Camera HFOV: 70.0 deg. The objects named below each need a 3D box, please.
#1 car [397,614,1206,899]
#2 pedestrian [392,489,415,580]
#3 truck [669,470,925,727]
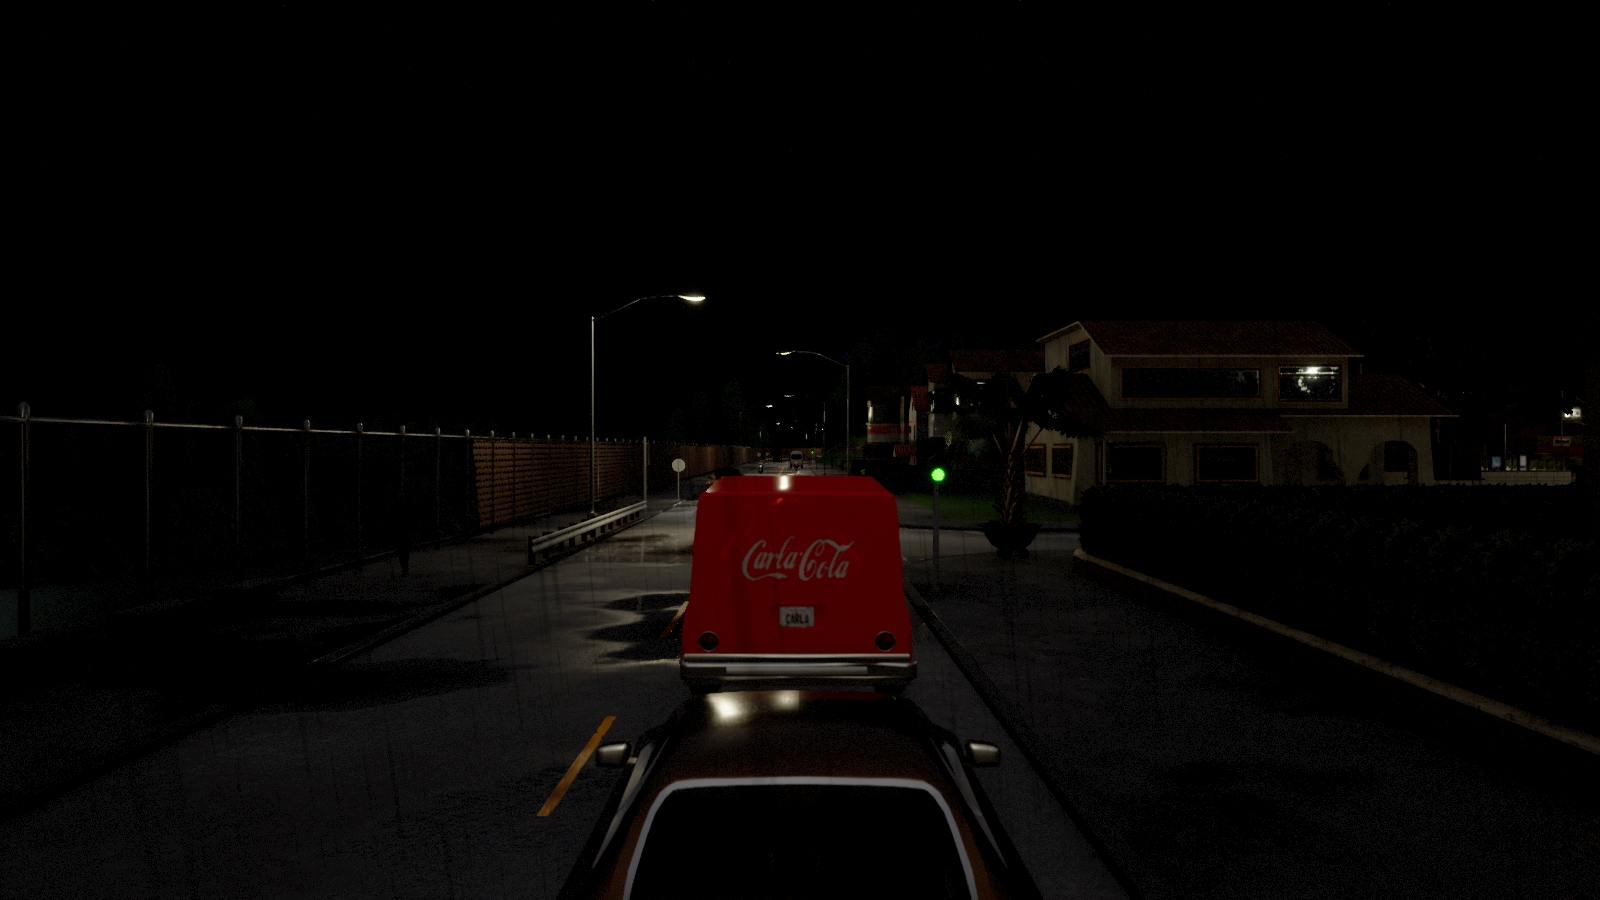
[{"bbox_3d":[-0.006,1.990,5.553,2.152,1.651,5.027,0,0,0],"label":"car"},{"bbox_3d":[-8.190,1.736,23.615,0.375,1.860,0.375,0,0,-7],"label":"pedestrian"},{"bbox_3d":[-0.033,1.576,14.368,2.627,2.467,5.204,0,1,0],"label":"truck"}]
